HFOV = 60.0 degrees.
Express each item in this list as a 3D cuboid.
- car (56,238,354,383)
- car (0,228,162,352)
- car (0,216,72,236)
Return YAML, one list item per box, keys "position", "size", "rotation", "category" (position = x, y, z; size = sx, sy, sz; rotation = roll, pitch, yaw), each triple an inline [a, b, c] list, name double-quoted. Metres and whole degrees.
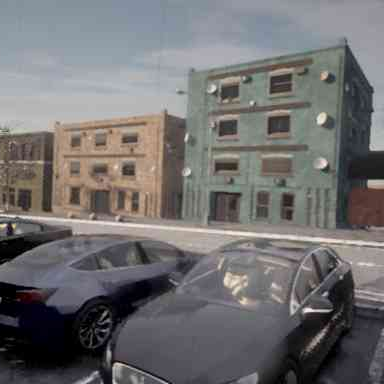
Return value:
- position: [0.979, 1.484, 4.705]
  size: [2.231, 1.521, 4.892]
  rotation: [0, 0, 36]
  category: "car"
- position: [-1.285, 1.519, 6.349]
  size: [2.163, 1.488, 4.792]
  rotation: [0, 0, 35]
  category: "car"
- position: [-5.866, 1.507, 9.584]
  size: [2.097, 1.535, 5.008]
  rotation: [0, 0, 35]
  category: "car"
